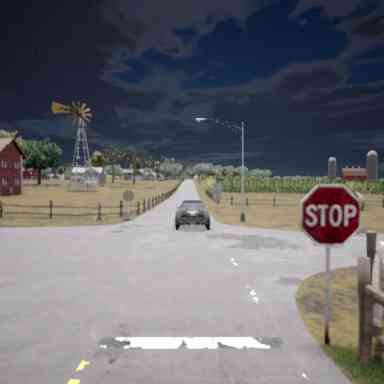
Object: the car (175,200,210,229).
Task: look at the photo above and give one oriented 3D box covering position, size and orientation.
[{"bbox_3d":[0.033,1.317,21.641,2.097,1.767,4.553,0,0,0],"label":"car"}]
